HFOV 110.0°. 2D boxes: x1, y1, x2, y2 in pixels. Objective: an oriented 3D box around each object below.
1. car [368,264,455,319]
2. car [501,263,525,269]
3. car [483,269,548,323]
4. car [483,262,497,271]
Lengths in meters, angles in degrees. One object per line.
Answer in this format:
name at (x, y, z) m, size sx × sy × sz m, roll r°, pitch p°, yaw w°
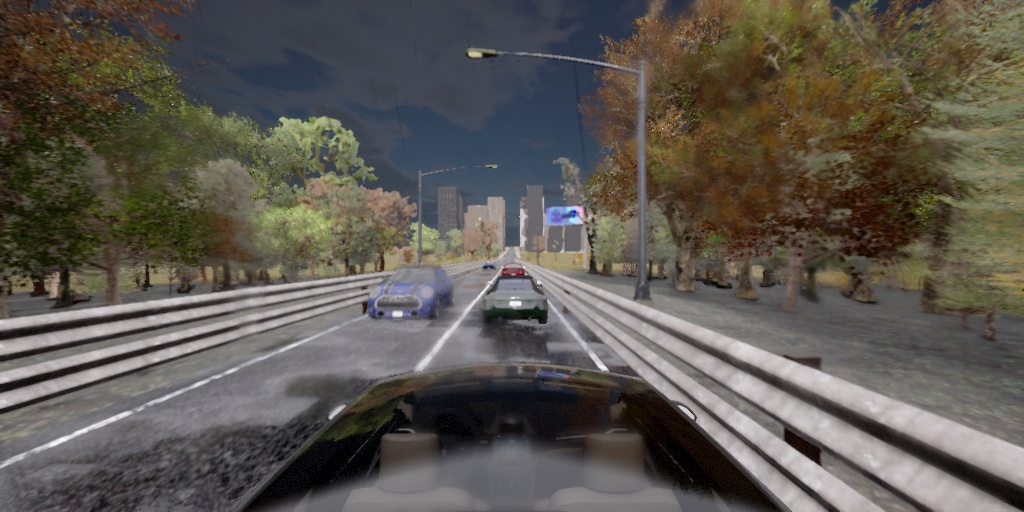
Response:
car at (-3.351, 1.113, 12.749) m, size 2.097 × 1.767 × 4.553 m, roll 0°, pitch 0°, yaw 0°
car at (0.095, 1.299, 30.414) m, size 1.882 × 1.535 × 5.008 m, roll 0°, pitch 0°, yaw 0°
car at (0.097, 1.323, 12.151) m, size 1.994 × 1.385 × 4.181 m, roll 0°, pitch 0°, yaw 0°
car at (-3.347, 1.504, 54.064) m, size 1.895 × 1.301 × 4.718 m, roll 0°, pitch 0°, yaw 0°
